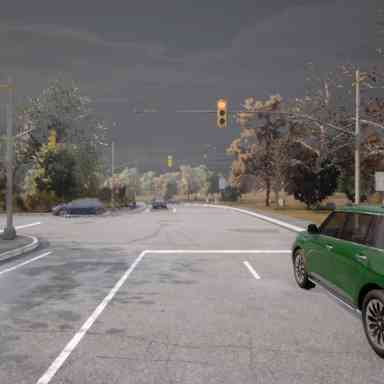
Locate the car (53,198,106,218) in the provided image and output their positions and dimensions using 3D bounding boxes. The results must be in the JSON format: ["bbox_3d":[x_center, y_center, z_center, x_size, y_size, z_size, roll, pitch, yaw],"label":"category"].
[{"bbox_3d":[-10.340,1.381,30.668,4.553,1.767,2.097,0,-1,-20],"label":"car"}]

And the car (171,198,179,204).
[{"bbox_3d":[-4.656,2.359,82.987,2.128,1.511,4.902,0,-1,-22],"label":"car"}]

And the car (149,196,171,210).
[{"bbox_3d":[-4.239,1.637,44.634,2.033,1.411,5.357,0,-1,-4],"label":"car"}]

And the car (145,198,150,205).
[{"bbox_3d":[-9.368,2.063,75.484,2.097,1.767,4.553,0,-1,-16],"label":"car"}]

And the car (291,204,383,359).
[{"bbox_3d":[3.582,1.221,6.066,2.150,2.045,5.566,0,0,0],"label":"car"}]
